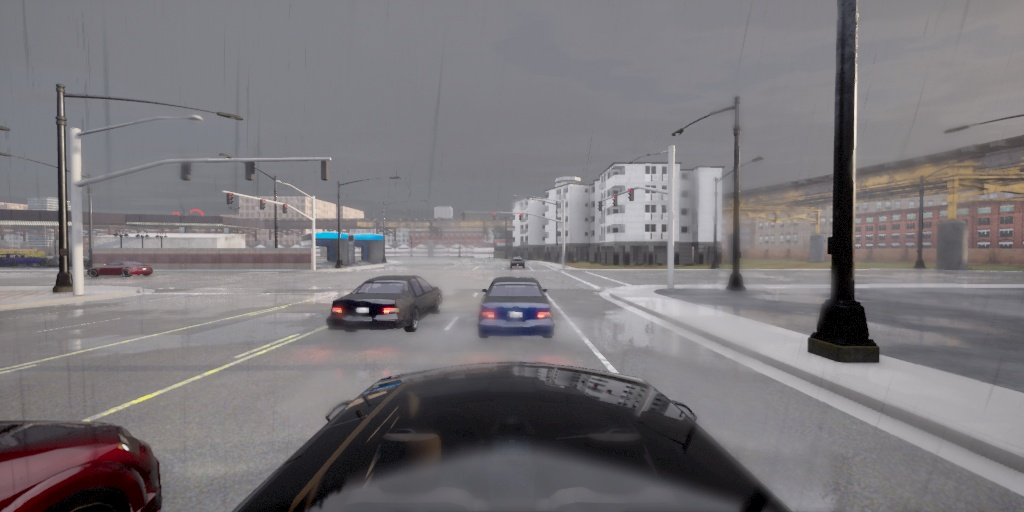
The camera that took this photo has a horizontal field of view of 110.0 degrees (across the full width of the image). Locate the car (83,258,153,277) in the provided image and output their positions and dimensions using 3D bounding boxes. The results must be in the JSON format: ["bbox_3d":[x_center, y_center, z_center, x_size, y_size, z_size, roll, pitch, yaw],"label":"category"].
[{"bbox_3d":[-33.766,1.098,30.937,4.181,1.385,1.994,0,1,-1],"label":"car"}]

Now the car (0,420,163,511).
[{"bbox_3d":[-3.394,1.314,0.701,1.994,1.385,4.181,0,0,-1],"label":"car"}]

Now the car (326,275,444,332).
[{"bbox_3d":[-3.409,1.278,10.698,2.033,1.411,5.357,0,0,0],"label":"car"}]

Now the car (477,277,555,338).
[{"bbox_3d":[0.088,1.283,10.097,2.033,1.411,5.357,0,0,0],"label":"car"}]

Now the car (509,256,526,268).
[{"bbox_3d":[0.694,0.791,46.185,1.837,1.490,4.892,0,1,0],"label":"car"}]
